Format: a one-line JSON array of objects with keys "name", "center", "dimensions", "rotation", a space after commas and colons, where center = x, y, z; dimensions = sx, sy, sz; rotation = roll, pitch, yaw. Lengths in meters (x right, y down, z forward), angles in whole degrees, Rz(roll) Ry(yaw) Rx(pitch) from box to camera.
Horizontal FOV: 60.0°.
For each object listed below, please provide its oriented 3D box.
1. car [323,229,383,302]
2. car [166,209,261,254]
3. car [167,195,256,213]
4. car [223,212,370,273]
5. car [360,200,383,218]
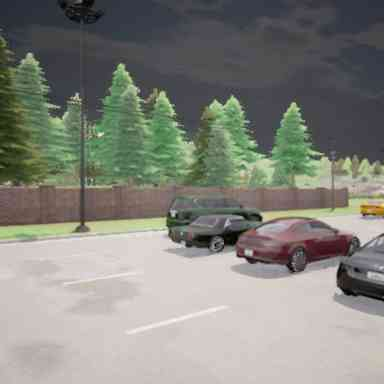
[{"name": "car", "center": [5.080, 1.537, 7.369], "dimensions": [4.181, 1.385, 1.994], "rotation": [0, 0, -35]}, {"name": "car", "center": [1.490, 1.572, 13.405], "dimensions": [4.718, 1.301, 1.895], "rotation": [0, 0, -35]}, {"name": "car", "center": [1.281, 1.185, 17.556], "dimensions": [5.566, 2.045, 2.150], "rotation": [0, 0, -35]}, {"name": "car", "center": [3.433, 1.497, 10.510], "dimensions": [4.674, 1.442, 1.812], "rotation": [0, 0, -36]}, {"name": "car", "center": [16.282, 1.381, 28.261], "dimensions": [5.008, 1.535, 1.882], "rotation": [0, 0, -36]}]
